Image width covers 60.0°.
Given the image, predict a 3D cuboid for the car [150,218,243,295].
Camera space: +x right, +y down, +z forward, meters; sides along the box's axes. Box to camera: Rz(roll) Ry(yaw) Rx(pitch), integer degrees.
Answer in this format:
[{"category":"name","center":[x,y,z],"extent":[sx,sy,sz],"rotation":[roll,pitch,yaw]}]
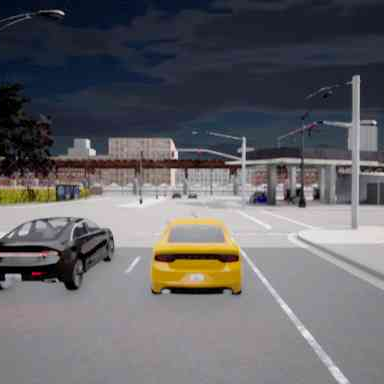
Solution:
[{"category":"car","center":[0.101,1.396,8.573],"extent":[1.882,1.535,5.008],"rotation":[0,1,0]}]

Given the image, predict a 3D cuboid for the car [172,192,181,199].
[{"category":"car","center":[-3.338,0.775,73.546],"extent":[1.837,1.490,4.892],"rotation":[0,1,0]}]

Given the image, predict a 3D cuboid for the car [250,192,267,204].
[{"category":"car","center":[9.819,0.849,48.842],"extent":[2.242,1.667,4.611],"rotation":[0,1,0]}]

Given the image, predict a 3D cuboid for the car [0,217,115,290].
[{"category":"car","center":[-3.398,1.400,8.790],"extent":[2.128,1.511,4.902],"rotation":[0,1,0]}]

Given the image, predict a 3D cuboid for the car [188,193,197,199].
[{"category":"car","center":[0.162,0.835,73.539],"extent":[1.994,1.385,4.181],"rotation":[0,1,0]}]

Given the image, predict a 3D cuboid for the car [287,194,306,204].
[{"category":"car","center":[15.565,1.015,49.593],"extent":[1.970,1.475,3.806],"rotation":[0,1,0]}]
